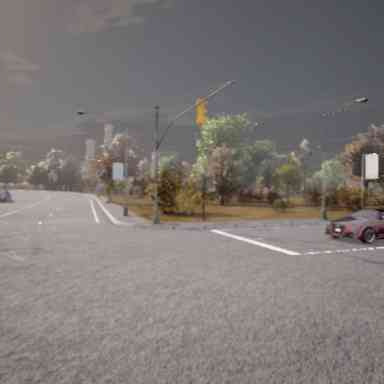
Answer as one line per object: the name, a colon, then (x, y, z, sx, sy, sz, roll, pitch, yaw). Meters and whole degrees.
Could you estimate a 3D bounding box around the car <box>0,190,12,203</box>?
car: (-27.148, 0.542, 47.257, 2.097, 1.767, 4.553, 0, 1, -17)

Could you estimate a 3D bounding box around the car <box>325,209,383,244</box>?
car: (8.296, 1.500, 15.366, 4.181, 1.385, 1.994, 0, 1, -21)
